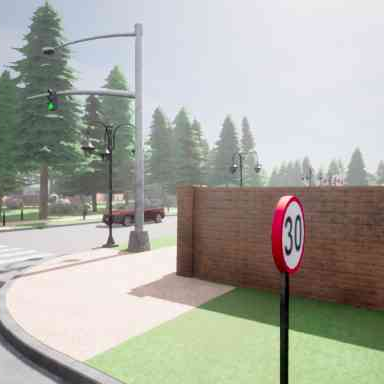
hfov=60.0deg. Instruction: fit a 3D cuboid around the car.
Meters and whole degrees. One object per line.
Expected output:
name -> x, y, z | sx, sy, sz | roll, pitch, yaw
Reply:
car -> -3.957, 1.464, 23.114 | 1.882, 1.535, 5.008 | 0, 0, 35
